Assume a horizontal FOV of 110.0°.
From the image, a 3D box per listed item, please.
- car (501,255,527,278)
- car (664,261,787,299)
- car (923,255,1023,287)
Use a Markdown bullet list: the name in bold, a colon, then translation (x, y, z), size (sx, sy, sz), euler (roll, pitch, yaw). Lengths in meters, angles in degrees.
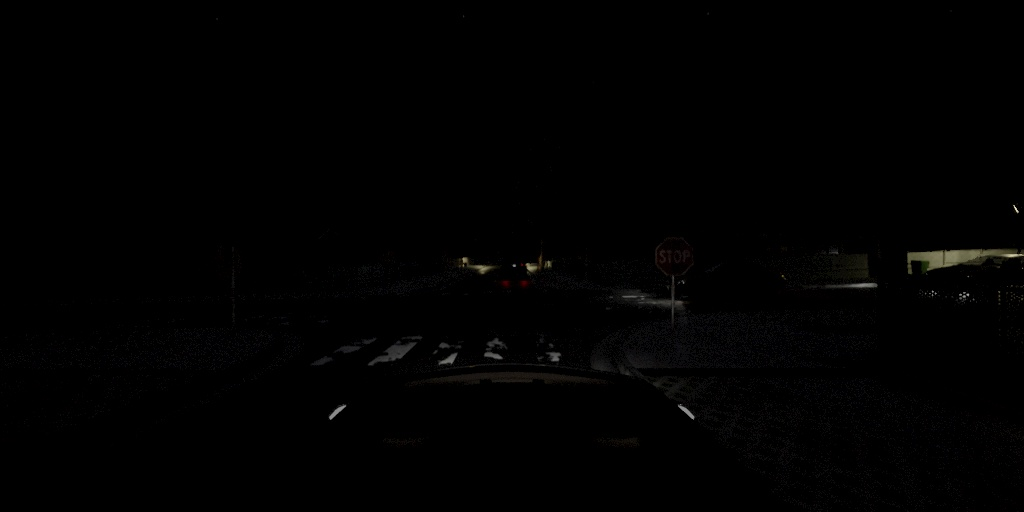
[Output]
- **car**: translation (0.213, 0.915, 33.290), size (2.150, 2.045, 5.566), euler (0, 0, 0)
- **car**: translation (8.864, 0.961, 15.070), size (4.674, 1.442, 1.812), euler (-2, 0, 0)
- **car**: translation (20.816, 0.653, 15.111), size (5.357, 1.411, 2.033), euler (-2, 0, 0)
